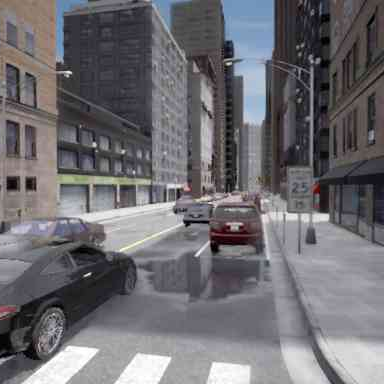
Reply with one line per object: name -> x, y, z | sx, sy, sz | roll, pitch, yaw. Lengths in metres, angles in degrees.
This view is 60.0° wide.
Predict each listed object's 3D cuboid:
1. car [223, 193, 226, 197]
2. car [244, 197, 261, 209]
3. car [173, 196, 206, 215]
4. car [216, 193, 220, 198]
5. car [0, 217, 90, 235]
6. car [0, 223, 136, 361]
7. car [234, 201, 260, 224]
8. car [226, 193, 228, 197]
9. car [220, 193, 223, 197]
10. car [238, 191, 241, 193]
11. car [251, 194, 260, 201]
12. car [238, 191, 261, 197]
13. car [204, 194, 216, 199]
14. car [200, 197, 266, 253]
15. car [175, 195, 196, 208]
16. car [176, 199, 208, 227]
car -> 5.985, 0.989, 76.342 | 1.967, 1.590, 4.097 | 0, 0, 12
car -> 7.577, 1.351, 41.434 | 2.008, 1.369, 4.403 | 0, 0, 12
car -> -0.374, 1.401, 32.170 | 2.033, 1.411, 5.357 | 0, 0, 12
car -> 3.731, 1.188, 65.272 | 1.947, 1.339, 4.313 | 0, 0, 12
car -> -4.703, 1.547, 10.942 | 2.033, 1.411, 5.357 | 0, 0, 12
car -> -2.546, 1.561, 5.979 | 1.812, 1.442, 4.674 | 0, 0, 11
car -> 4.229, 1.438, 24.993 | 1.752, 1.417, 4.829 | 0, 0, 12
car -> 7.113, 1.096, 81.878 | 1.802, 1.307, 4.206 | 0, 0, 12
car -> 4.824, 1.112, 70.640 | 1.752, 1.417, 4.829 | 0, 0, 12
car -> 13.357, 0.861, 84.087 | 1.882, 1.535, 5.008 | 0, 0, 12
car -> 13.214, 1.157, 69.113 | 1.887, 1.381, 4.507 | -1, 0, 12
car -> 6.447, 1.153, 35.897 | 2.192, 1.841, 5.009 | 0, 0, 12
car -> 2.570, 1.186, 59.570 | 1.752, 1.417, 4.829 | 0, 0, 12
car -> 1.938, 1.306, 13.754 | 2.192, 1.841, 5.009 | 0, 0, 12
car -> -0.779, 1.213, 43.130 | 1.967, 1.590, 4.097 | 0, 0, 12
car -> 0.753, 1.475, 22.206 | 2.033, 1.411, 5.357 | 0, 0, 11
